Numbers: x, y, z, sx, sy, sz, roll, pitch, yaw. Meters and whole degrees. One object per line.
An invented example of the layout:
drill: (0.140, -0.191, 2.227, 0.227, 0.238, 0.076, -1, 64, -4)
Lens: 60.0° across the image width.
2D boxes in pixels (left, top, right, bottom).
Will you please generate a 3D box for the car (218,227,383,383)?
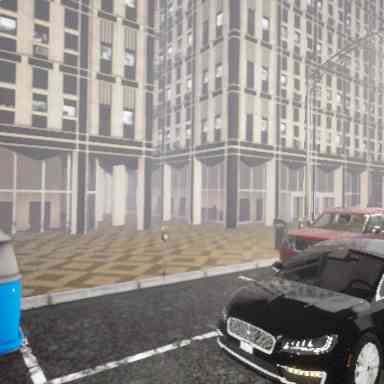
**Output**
car: (2.602, 1.556, 5.234, 4.892, 1.490, 1.837, 1, 0, -36)

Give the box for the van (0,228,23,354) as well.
van: (-4.042, 1.328, 3.665, 3.998, 1.788, 1.690, 1, 0, -35)

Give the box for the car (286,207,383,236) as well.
car: (4.872, 1.412, 10.022, 5.009, 1.841, 2.192, 1, 0, -35)
